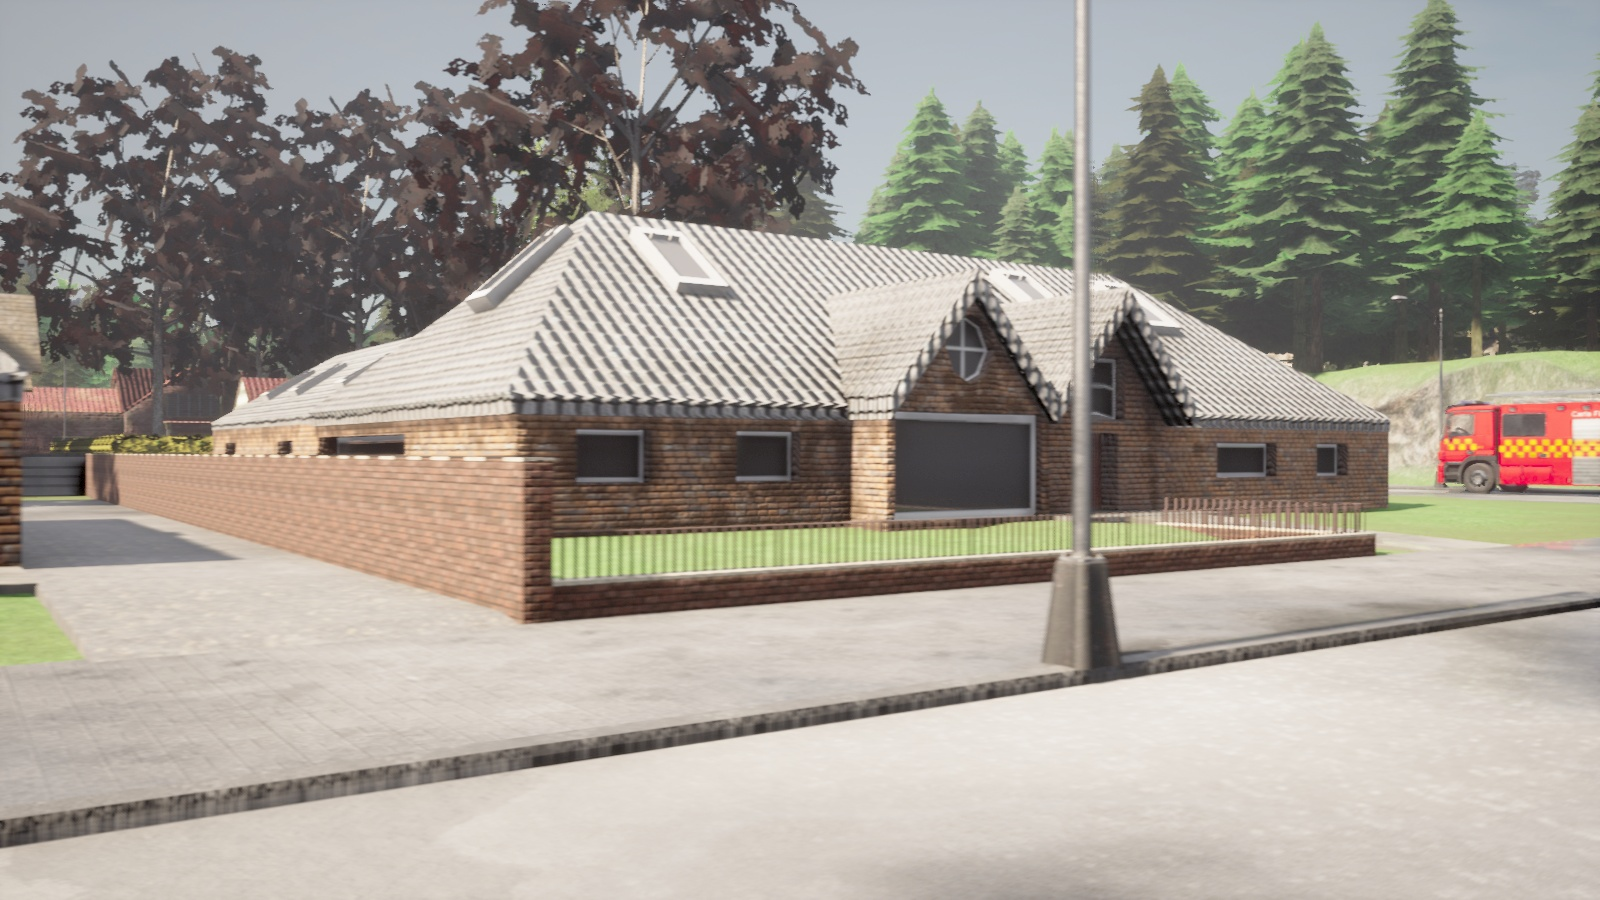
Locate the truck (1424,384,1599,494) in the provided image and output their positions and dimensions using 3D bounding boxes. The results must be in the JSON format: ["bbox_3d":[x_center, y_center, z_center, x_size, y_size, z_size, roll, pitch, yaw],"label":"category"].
[{"bbox_3d":[27.835,-0.366,46.114,2.891,3.827,8.468,0,0,-34],"label":"truck"}]
